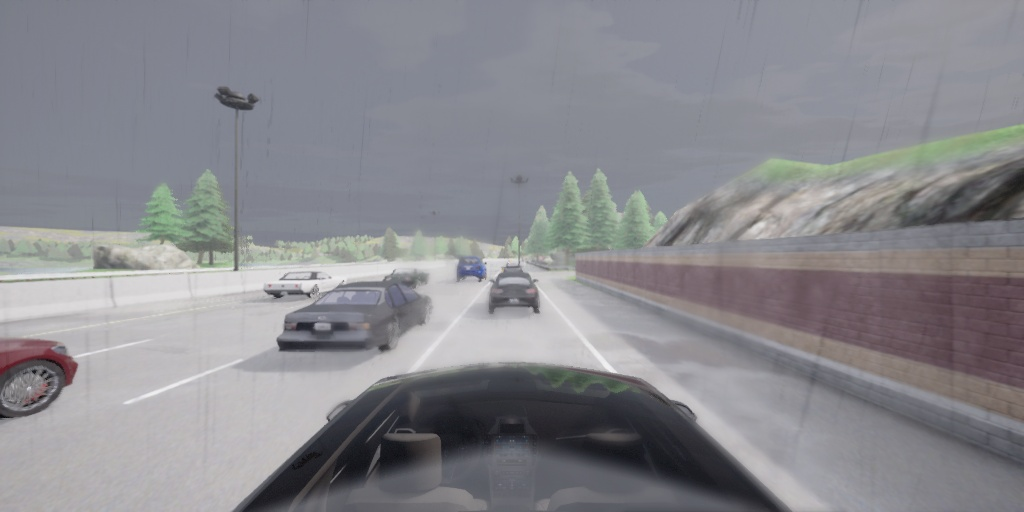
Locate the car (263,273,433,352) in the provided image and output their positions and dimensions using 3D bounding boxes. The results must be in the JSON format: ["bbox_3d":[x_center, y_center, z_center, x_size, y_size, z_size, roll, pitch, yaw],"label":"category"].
[{"bbox_3d":[-3.405,1.330,8.962,2.033,1.411,5.357,0,0,0],"label":"car"}]

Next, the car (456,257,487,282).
[{"bbox_3d":[-3.416,1.104,30.826,2.150,2.045,5.566,0,0,0],"label":"car"}]

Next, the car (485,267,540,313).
[{"bbox_3d":[0.080,1.332,14.109,1.812,1.442,4.674,0,0,0],"label":"car"}]

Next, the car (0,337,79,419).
[{"bbox_3d":[-6.913,1.281,2.948,1.812,1.442,4.674,0,0,0],"label":"car"}]

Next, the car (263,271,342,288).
[{"bbox_3d":[-10.410,1.428,18.603,1.895,1.301,4.718,0,0,0],"label":"car"}]

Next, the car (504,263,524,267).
[{"bbox_3d":[0.188,1.396,35.691,2.128,1.511,4.902,0,0,4],"label":"car"}]

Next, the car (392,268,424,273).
[{"bbox_3d":[-6.914,1.453,24.151,1.895,1.301,4.718,0,0,0],"label":"car"}]
